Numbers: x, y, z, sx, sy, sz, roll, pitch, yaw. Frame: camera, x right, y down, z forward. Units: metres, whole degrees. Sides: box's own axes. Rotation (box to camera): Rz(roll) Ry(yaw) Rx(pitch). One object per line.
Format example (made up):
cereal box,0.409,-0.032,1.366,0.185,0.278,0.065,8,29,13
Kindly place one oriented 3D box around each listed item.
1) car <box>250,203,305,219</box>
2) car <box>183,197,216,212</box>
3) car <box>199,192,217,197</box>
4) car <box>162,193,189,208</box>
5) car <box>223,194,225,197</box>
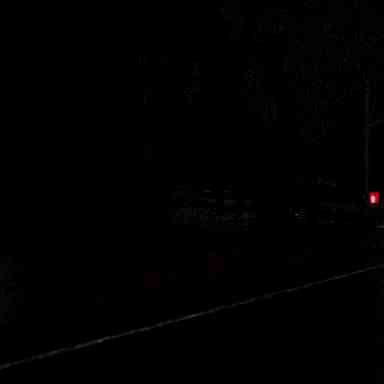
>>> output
car,7.412,1.616,29.219,1.895,1.301,4.718,0,0,-37
car,1.351,1.579,37.237,1.994,1.385,4.181,0,0,-37
car,4.930,1.113,92.316,1.932,1.855,4.605,0,0,-37
car,-2.974,1.367,49.091,2.097,1.767,4.553,0,0,-36
car,7.017,1.092,94.380,1.905,1.878,3.866,0,0,-37
